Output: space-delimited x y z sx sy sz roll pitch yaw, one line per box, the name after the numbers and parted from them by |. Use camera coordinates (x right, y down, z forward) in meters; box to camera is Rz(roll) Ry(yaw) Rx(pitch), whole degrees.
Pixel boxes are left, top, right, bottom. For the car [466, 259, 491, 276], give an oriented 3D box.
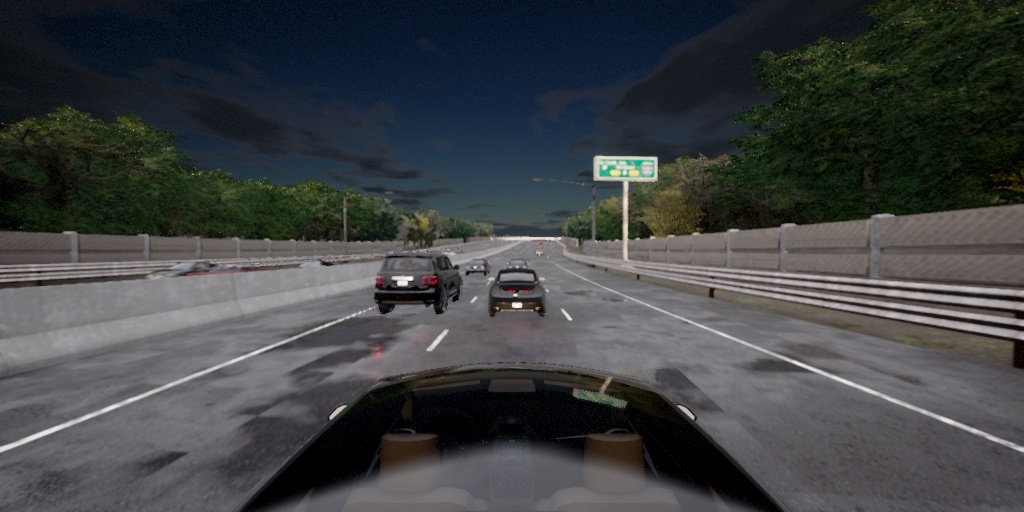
-2.980 0.968 32.142 2.033 1.411 5.357 0 1 2 | car

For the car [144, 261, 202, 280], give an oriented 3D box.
-20.877 1.091 23.262 1.812 1.442 4.674 0 1 1 | car

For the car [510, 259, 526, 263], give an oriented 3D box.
0.525 0.966 32.259 2.033 1.411 5.357 0 1 2 | car

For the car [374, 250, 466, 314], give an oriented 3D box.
-3.323 0.902 13.654 2.150 2.045 5.566 0 0 1 | car

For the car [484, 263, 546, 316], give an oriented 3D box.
0.176 1.193 13.133 1.837 1.490 4.892 0 1 1 | car

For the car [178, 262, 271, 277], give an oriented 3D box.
-17.400 1.181 22.244 1.895 1.301 4.718 0 1 1 | car

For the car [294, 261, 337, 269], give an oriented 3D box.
-13.839 1.065 25.138 1.812 1.442 4.674 0 1 1 | car
